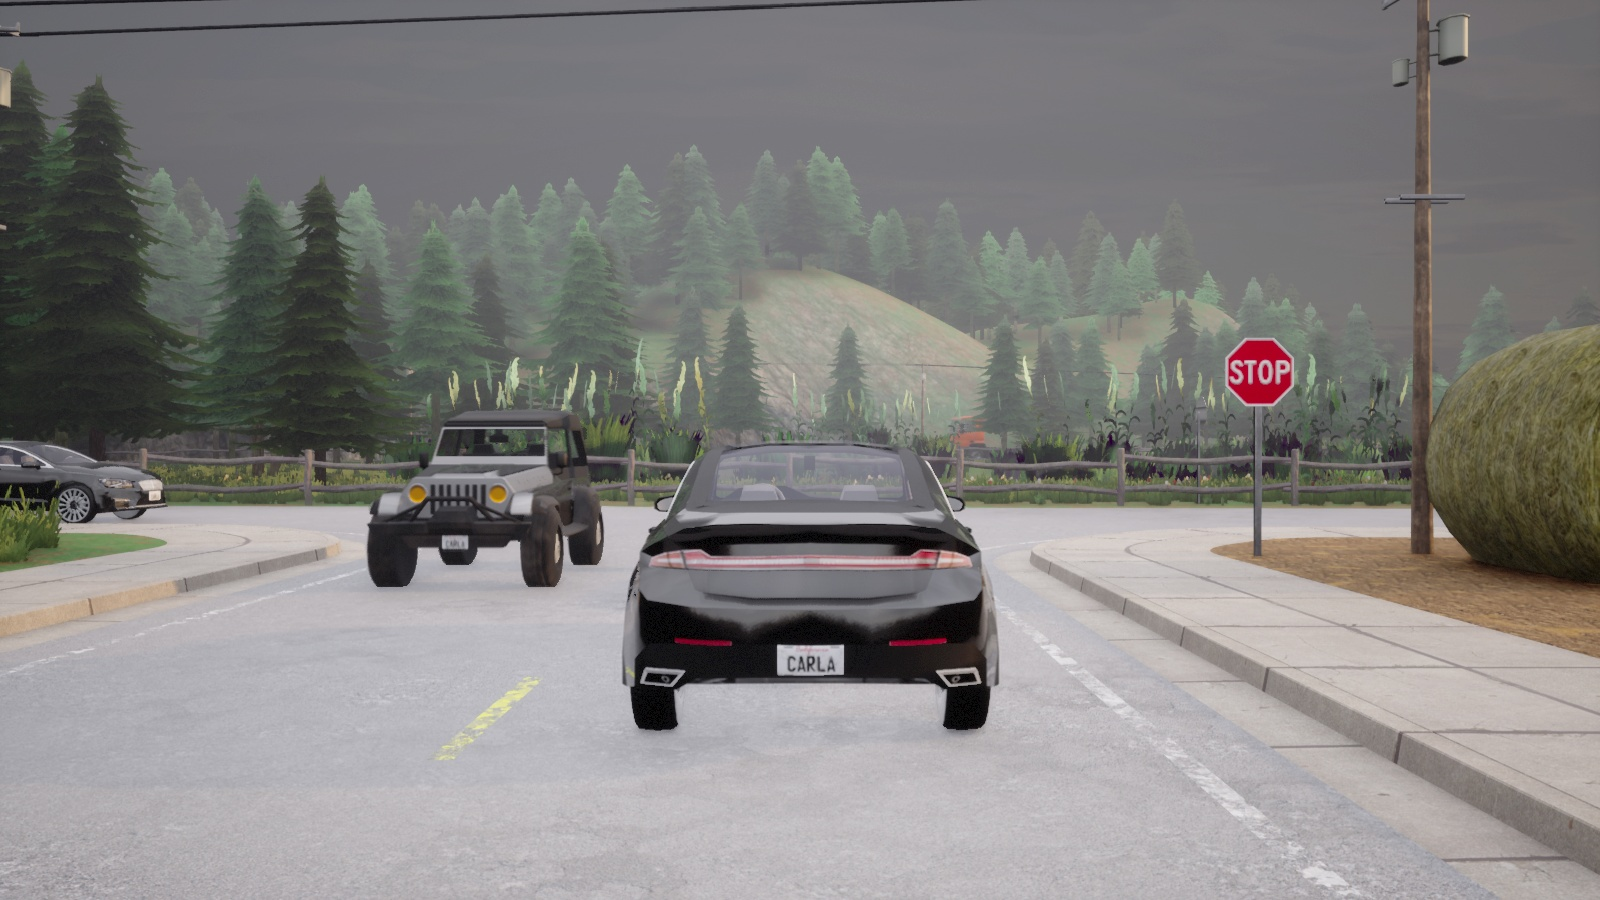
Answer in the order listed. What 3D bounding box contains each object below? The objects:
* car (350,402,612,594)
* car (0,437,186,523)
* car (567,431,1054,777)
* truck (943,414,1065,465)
[{"bbox_3d":[-3.412,0.459,14.207,1.905,1.878,3.866,0,0,1],"label":"car"},{"bbox_3d":[-14.394,0.524,23.385,4.902,1.511,2.128,0,0,3],"label":"car"},{"bbox_3d":[0.061,0.658,7.950,2.128,1.511,4.902,0,0,0],"label":"car"},{"bbox_3d":[14.192,-0.719,87.625,7.936,3.462,2.891,0,0,-4],"label":"truck"}]
